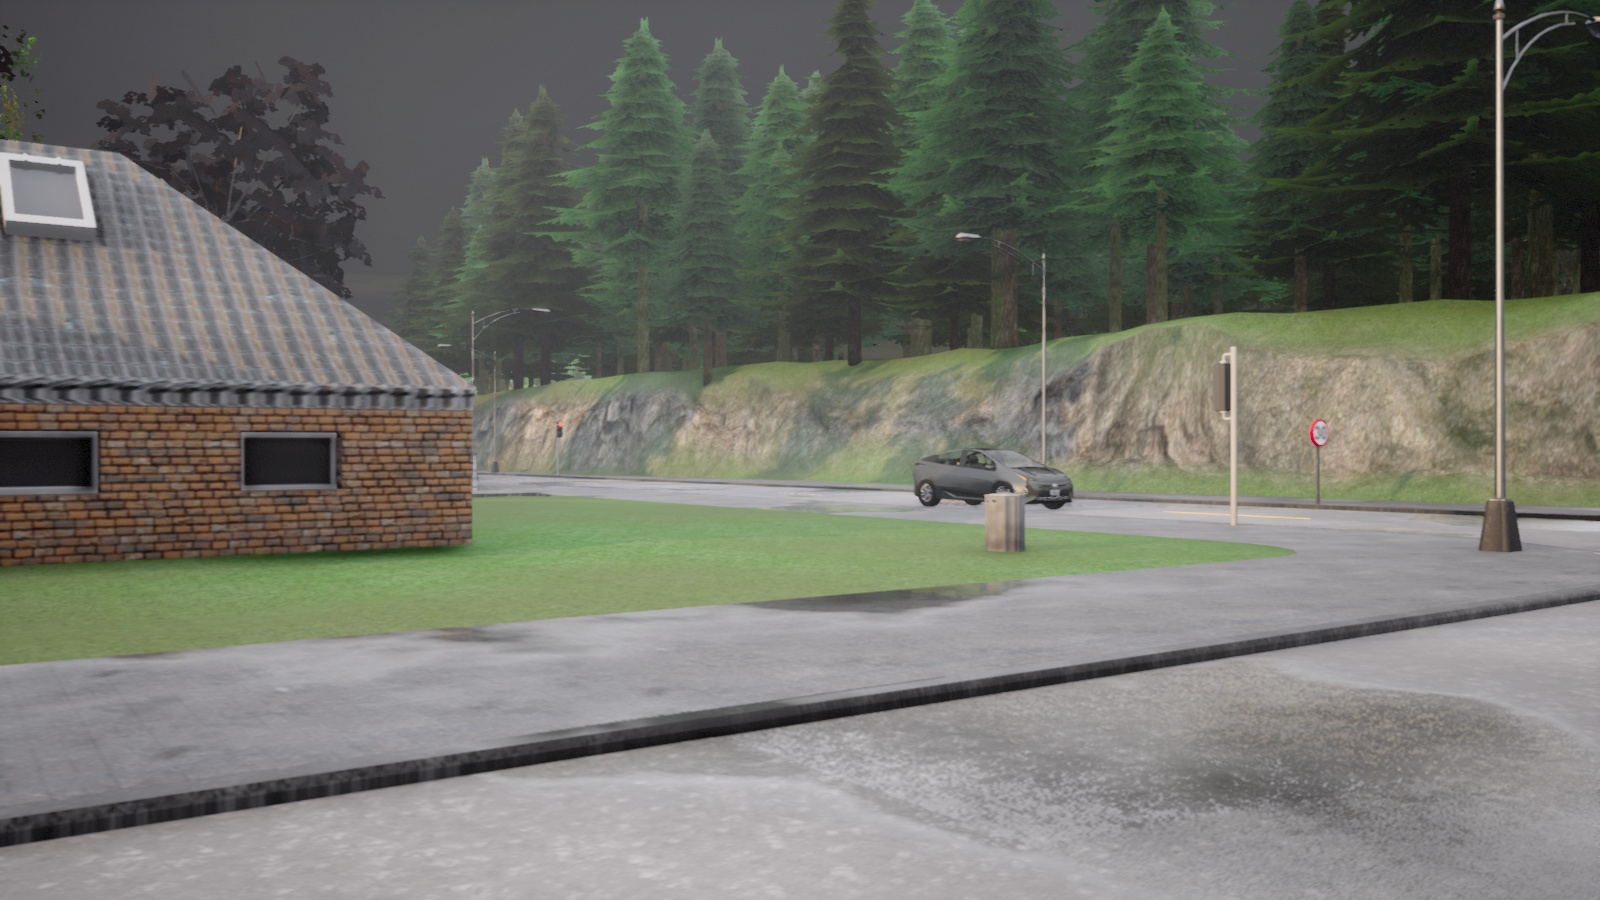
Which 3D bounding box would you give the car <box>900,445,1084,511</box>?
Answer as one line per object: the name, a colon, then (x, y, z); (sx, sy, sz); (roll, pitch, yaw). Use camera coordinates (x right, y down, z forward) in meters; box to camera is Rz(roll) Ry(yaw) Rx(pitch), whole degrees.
car: (4.747, 0.646, 31.607); (2.007, 1.525, 4.514); (0, 0, -35)
